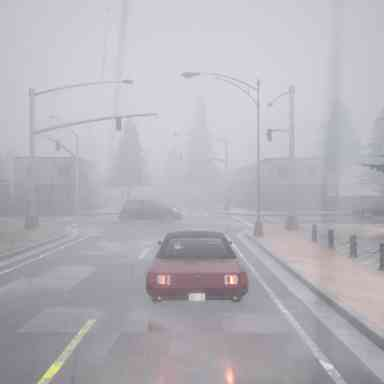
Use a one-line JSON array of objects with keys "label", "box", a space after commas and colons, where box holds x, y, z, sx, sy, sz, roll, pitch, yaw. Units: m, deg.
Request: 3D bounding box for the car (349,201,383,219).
[{"label": "car", "box": [15.775, 1.466, 27.844, 4.902, 1.511, 2.128, 0, 0, 2]}]

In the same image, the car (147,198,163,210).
[{"label": "car", "box": [-4.818, 1.514, 43.404, 1.994, 1.385, 4.181, 0, 0, -6]}]

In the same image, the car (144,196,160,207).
[{"label": "car", "box": [-6.319, 1.452, 52.153, 1.837, 1.490, 4.892, 0, 0, -15]}]

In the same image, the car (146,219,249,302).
[{"label": "car", "box": [0.075, 1.598, 8.187, 1.895, 1.301, 4.718, 0, 0, -1]}]

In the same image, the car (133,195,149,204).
[{"label": "car", "box": [-9.568, 1.421, 61.890, 1.882, 1.535, 5.008, 0, 0, -23]}]

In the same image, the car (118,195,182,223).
[{"label": "car", "box": [-3.045, 1.328, 24.711, 4.553, 1.767, 2.097, 0, 0, 2]}]
